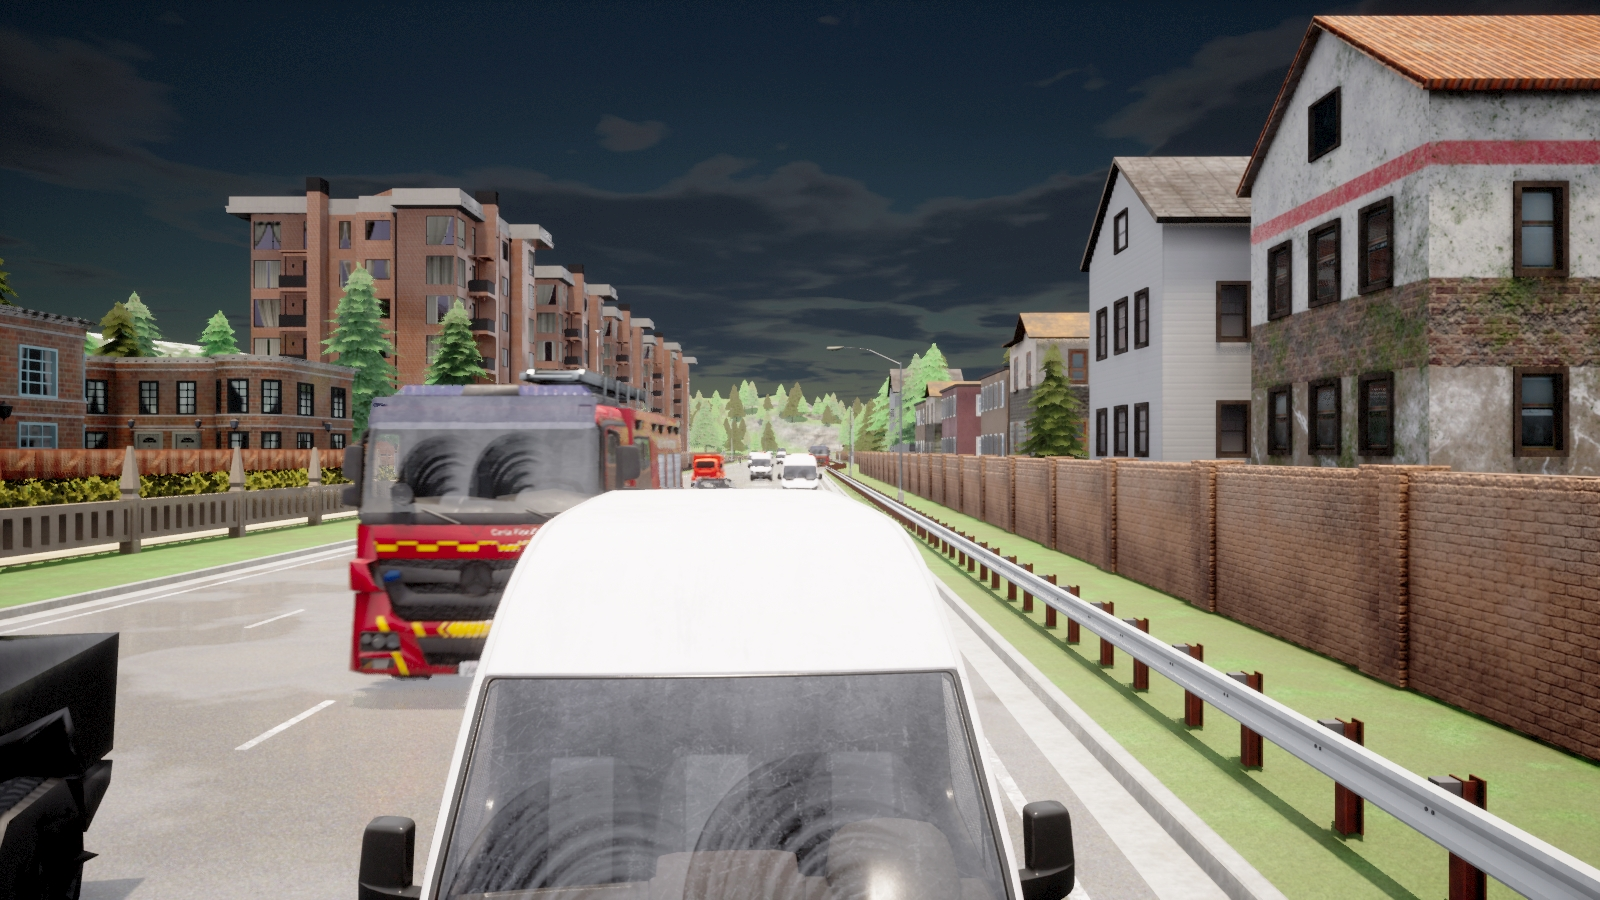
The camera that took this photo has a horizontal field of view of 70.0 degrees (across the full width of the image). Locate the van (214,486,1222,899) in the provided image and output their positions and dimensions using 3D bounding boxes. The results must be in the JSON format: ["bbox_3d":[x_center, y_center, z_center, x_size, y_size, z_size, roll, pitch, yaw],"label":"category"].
[{"bbox_3d":[-0.349,1.538,5.210,1.988,2.561,5.915,0,0,-4],"label":"van"}]

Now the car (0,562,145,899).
[{"bbox_3d":[-4.725,1.756,3.923,2.390,2.098,6.274,0,0,-11],"label":"car"}]

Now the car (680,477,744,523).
[{"bbox_3d":[-3.502,1.989,46.202,2.242,1.667,4.611,0,0,0],"label":"car"}]

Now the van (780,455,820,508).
[{"bbox_3d":[0.002,1.562,59.303,1.988,2.561,5.915,0,0,0],"label":"van"}]

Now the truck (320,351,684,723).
[{"bbox_3d":[-3.496,0.898,15.995,2.891,3.827,8.468,0,0,0],"label":"truck"}]
